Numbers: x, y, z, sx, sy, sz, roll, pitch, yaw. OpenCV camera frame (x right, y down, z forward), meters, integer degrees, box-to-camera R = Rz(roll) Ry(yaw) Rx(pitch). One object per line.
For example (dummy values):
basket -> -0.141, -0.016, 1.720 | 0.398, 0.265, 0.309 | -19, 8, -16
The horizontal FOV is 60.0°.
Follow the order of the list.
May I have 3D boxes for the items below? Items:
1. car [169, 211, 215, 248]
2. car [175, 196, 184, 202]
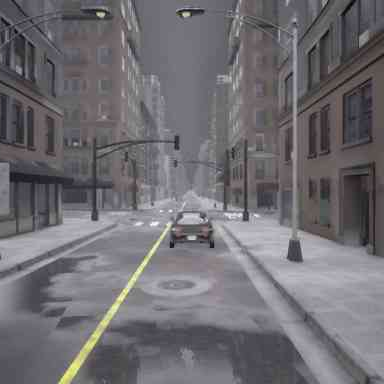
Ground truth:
car -> 0.000, 1.539, 14.651 | 1.812, 1.442, 4.674 | 0, 0, 0
car -> -2.998, 1.644, 79.216 | 1.837, 1.490, 4.892 | 0, 0, 0
